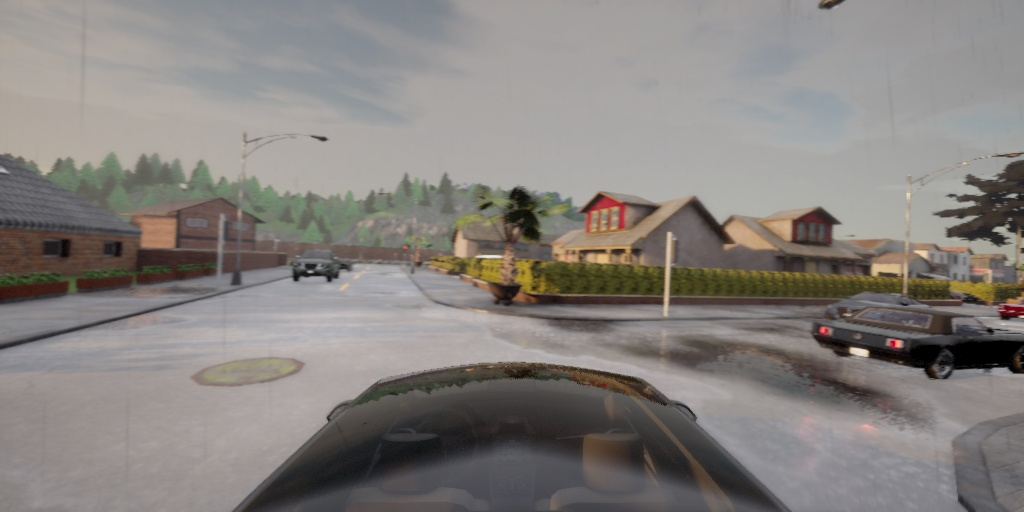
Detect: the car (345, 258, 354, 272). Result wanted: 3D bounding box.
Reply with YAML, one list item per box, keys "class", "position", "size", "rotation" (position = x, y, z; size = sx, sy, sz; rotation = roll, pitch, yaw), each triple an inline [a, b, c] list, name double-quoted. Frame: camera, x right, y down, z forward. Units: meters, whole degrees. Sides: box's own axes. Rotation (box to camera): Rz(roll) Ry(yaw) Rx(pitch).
- class: "car"
  position: [-17.032, 0.868, 35.863]
  size: [1.895, 1.301, 4.718]
  rotation: [3, -1, -19]

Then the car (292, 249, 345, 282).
- class: "car"
  position: [-12.870, 0.570, 23.930]
  size: [2.150, 2.045, 5.566]
  rotation: [3, -1, -19]

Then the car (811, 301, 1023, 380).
- class: "car"
  position: [9.584, 1.881, 8.312]
  size: [4.718, 1.301, 1.895]
  rotation: [3, -1, -16]

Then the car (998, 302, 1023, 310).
- class: "car"
  position: [28.196, 2.891, 18.994]
  size: [4.718, 1.301, 1.895]
  rotation: [3, -1, -19]

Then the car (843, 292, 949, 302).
- class: "car"
  position: [14.687, 2.152, 14.289]
  size: [4.181, 1.385, 1.994]
  rotation: [3, -1, -19]
